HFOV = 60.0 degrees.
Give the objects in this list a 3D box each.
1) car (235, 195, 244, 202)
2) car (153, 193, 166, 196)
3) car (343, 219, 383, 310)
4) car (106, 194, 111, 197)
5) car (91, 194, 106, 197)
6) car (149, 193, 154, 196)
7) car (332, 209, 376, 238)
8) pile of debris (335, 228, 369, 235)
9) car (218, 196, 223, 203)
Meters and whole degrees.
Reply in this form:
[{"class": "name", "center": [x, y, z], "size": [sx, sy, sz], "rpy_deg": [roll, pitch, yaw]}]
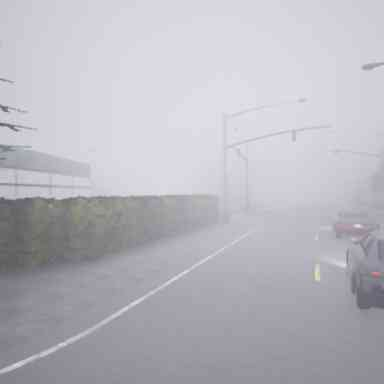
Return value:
[{"class": "car", "center": [10.480, 1.474, 73.106], "size": [1.845, 1.501, 3.633], "rpy_deg": [0, 0, 21]}, {"class": "car", "center": [-6.826, 1.298, 79.882], "size": [1.932, 1.855, 4.605], "rpy_deg": [0, 0, 21]}, {"class": "car", "center": [4.588, 1.559, 7.384], "size": [1.994, 1.385, 4.181], "rpy_deg": [0, 0, 23]}, {"class": "car", "center": [-21.635, 1.438, 85.113], "size": [2.152, 1.636, 5.027], "rpy_deg": [0, 0, 21]}, {"class": "car", "center": [-19.406, 1.530, 64.881], "size": [2.007, 1.523, 4.514], "rpy_deg": [0, 0, 21]}, {"class": "car", "center": [-9.687, 1.293, 80.536], "size": [1.905, 1.878, 3.866], "rpy_deg": [0, 0, 21]}, {"class": "car", "center": [8.496, 1.558, 17.462], "size": [1.994, 1.385, 4.181], "rpy_deg": [0, 0, 21]}, {"class": "pile of debris", "center": [8.710, 2.172, 18.244], "size": [1.500, 0.140, 1.860], "rpy_deg": [0, 0, 20]}, {"class": "car", "center": [5.042, 1.500, 67.242], "size": [1.970, 1.475, 3.806], "rpy_deg": [0, 0, 21]}]
